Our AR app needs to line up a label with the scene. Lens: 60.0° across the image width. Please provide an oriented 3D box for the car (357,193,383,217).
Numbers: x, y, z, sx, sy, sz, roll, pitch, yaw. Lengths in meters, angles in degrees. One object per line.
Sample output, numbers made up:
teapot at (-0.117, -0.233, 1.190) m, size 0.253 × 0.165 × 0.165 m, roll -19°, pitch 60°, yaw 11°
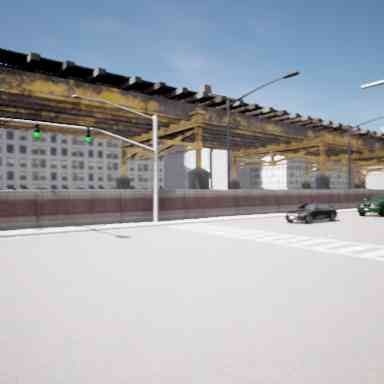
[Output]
car at (17.505, 1.149, 30.669) m, size 5.566 × 2.045 × 2.150 m, roll 0°, pitch 0°, yaw -35°

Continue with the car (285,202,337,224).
car at (8.927, 1.516, 24.686) m, size 4.674 × 1.442 × 1.812 m, roll 0°, pitch 0°, yaw -35°
